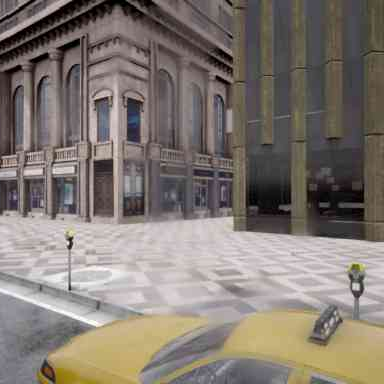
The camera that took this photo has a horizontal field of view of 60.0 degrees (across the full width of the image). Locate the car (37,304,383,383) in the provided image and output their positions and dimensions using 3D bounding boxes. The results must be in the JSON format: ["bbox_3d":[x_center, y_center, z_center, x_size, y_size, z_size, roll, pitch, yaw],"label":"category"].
[{"bbox_3d":[0.718,1.525,2.462,4.829,1.417,1.752,0,0,36],"label":"car"}]
